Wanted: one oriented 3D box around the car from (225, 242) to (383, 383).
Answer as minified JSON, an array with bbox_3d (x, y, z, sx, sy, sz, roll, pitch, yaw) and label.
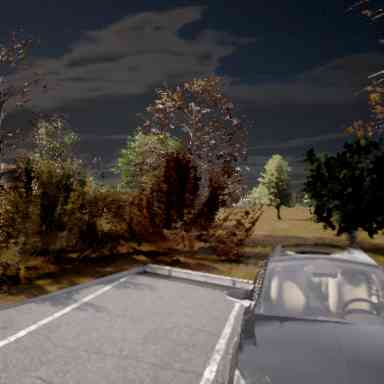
[{"bbox_3d":[1.656,1.496,4.329,2.231,1.521,4.892,0,-1,16],"label":"car"}]
